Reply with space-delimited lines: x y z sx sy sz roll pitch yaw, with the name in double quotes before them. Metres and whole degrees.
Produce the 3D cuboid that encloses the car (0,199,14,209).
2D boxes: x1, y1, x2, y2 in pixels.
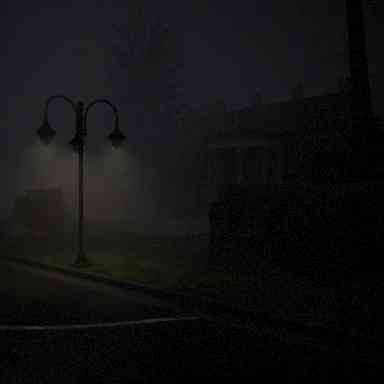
"car" -24.808 1.599 42.927 1.895 1.301 4.718 0 0 7
